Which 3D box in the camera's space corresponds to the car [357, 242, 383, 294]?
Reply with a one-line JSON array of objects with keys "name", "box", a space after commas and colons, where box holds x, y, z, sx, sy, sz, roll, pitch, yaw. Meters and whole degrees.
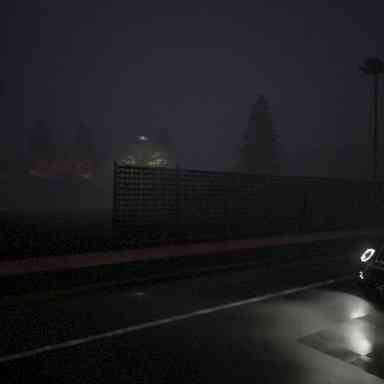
[{"name": "car", "box": [6.037, 1.471, 8.046, 4.553, 1.767, 2.097, 1, 0, -34]}]
